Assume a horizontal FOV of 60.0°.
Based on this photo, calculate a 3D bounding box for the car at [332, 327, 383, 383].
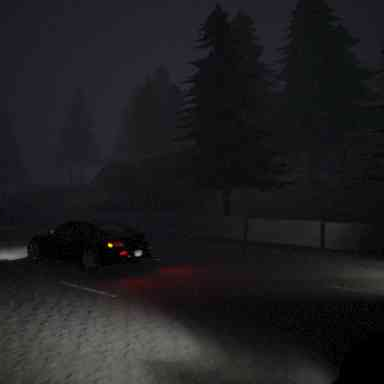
[{"bbox_3d":[3.324,1.488,1.620,4.902,1.511,2.128,0,0,35],"label":"car"}]

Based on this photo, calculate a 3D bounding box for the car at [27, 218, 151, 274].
[{"bbox_3d":[-3.383,1.557,10.704,4.674,1.442,1.812,0,0,36],"label":"car"}]
